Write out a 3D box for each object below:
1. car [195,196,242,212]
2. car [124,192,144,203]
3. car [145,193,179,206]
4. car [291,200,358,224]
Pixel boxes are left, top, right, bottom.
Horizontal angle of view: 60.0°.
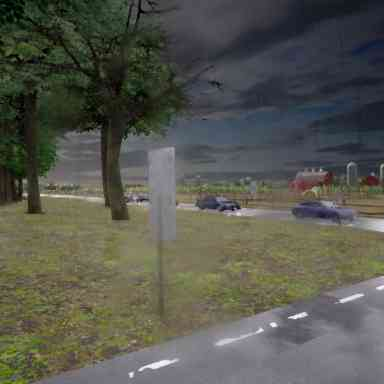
[{"bbox_3d":[2.450,1.150,32.811,2.033,1.411,5.357,-1,2,-36],"label":"car"},{"bbox_3d":[-9.539,0.804,49.510,2.128,1.511,4.902,-1,1,-36],"label":"car"},{"bbox_3d":[-3.508,0.804,41.079,2.097,1.767,4.553,-1,1,-36],"label":"car"},{"bbox_3d":[9.194,1.319,23.393,1.812,1.442,4.674,-1,2,-35],"label":"car"}]
